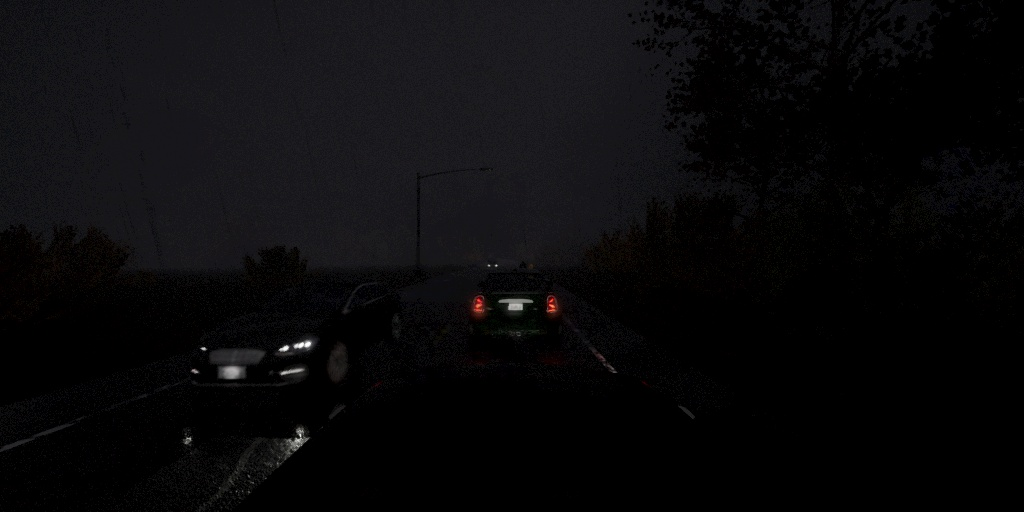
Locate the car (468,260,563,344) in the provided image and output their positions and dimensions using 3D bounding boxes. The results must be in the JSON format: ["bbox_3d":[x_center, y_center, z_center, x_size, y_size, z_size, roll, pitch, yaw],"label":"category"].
[{"bbox_3d":[0.072,1.099,9.763,2.097,1.767,4.553,0,0,0],"label":"car"}]

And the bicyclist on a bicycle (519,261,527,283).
[{"bbox_3d":[0.840,1.193,27.224,0.582,1.620,1.656,0,0,0],"label":"bicyclist on a bicycle"}]

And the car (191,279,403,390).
[{"bbox_3d":[-3.618,1.240,7.077,2.128,1.511,4.902,0,0,0],"label":"car"}]

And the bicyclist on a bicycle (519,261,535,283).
[{"bbox_3d":[0.903,1.181,17.107,0.866,1.612,1.509,0,0,0],"label":"bicyclist on a bicycle"}]
